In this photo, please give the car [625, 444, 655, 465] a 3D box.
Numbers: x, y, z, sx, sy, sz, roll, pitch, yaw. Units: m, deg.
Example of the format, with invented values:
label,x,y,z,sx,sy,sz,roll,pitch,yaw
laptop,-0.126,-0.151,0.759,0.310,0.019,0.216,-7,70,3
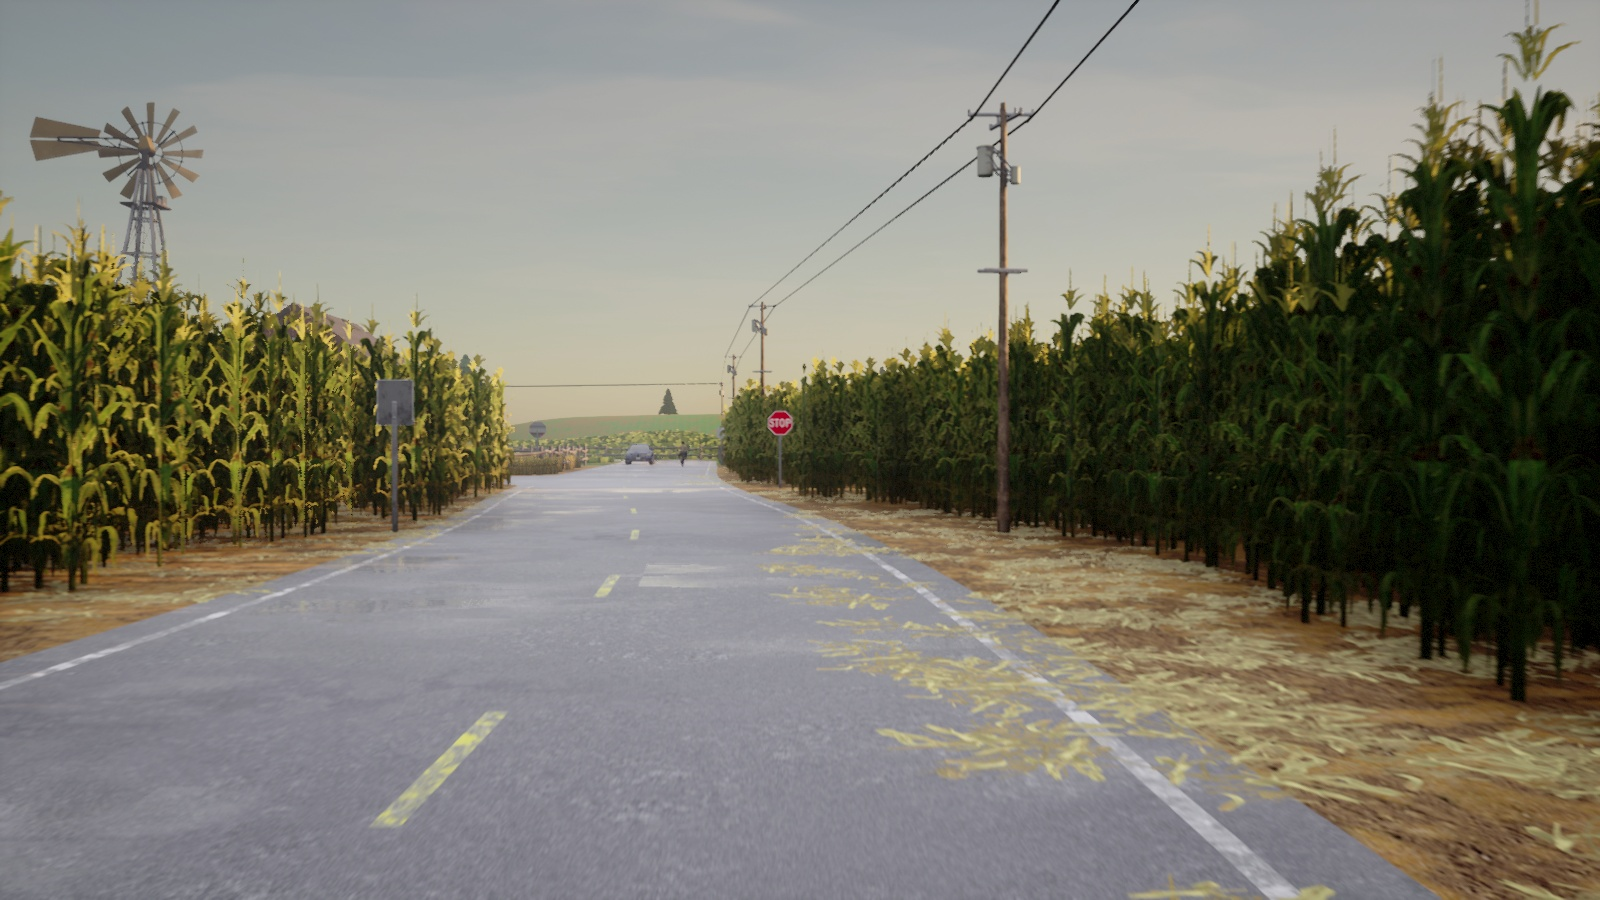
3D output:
label,x,y,z,sx,sy,sz,roll,pitch,yaw
car,-11.002,0.278,86.580,1.812,1.442,4.674,0,0,-4
